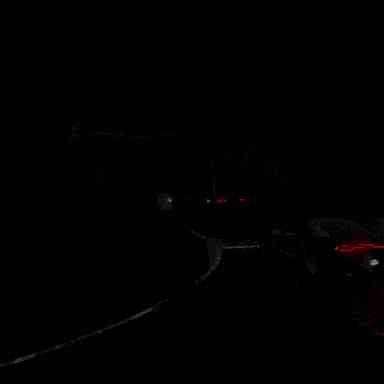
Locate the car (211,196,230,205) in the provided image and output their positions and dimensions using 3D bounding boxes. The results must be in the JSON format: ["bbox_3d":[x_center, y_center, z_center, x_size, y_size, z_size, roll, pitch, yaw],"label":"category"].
[{"bbox_3d":[4.534,1.601,57.263,1.895,1.301,4.718,0,0,-12],"label":"car"}]

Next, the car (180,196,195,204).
[{"bbox_3d":[-0.999,1.547,66.567,2.033,1.411,5.357,0,0,-12],"label":"car"}]

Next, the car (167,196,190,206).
[{"bbox_3d":[-2.286,1.491,55.678,2.128,1.511,4.902,0,0,-12],"label":"car"}]

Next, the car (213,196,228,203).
[{"bbox_3d":[5.851,1.526,68.007,1.812,1.442,4.674,0,0,-12],"label":"car"}]

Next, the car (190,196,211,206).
[{"bbox_3d":[1.155,1.547,56.326,2.033,1.411,5.357,0,0,-12],"label":"car"}]

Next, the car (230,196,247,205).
[{"bbox_3d":[7.965,1.491,57.956,2.128,1.511,4.902,0,0,-12],"label":"car"}]

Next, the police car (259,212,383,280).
[{"bbox_3d":[3.693,1.425,10.240,1.930,1.638,5.238,0,0,-12],"label":"police car"}]

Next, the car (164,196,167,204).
[{"bbox_3d":[-4.425,1.491,65.847,2.128,1.511,4.902,0,0,-12],"label":"car"}]

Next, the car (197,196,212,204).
[{"bbox_3d":[2.426,1.505,67.287,1.837,1.490,4.892,0,0,-12],"label":"car"}]
